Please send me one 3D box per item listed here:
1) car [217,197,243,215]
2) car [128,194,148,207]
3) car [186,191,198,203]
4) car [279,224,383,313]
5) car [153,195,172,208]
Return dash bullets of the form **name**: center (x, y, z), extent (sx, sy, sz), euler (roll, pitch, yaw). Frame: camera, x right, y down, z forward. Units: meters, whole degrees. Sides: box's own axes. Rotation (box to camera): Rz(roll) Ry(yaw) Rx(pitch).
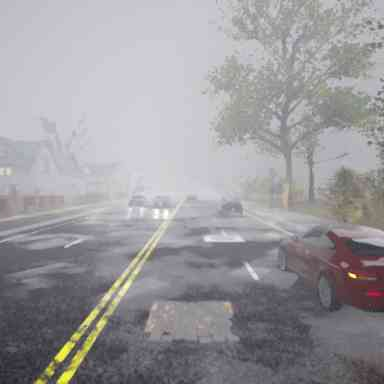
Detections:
- **car**: center (3.296, 1.178, 29.249), extent (2.128, 1.511, 4.902), euler (0, 1, 0)
- **car**: center (-6.644, 1.083, 41.108), extent (1.837, 1.490, 4.892), euler (0, 0, 0)
- **car**: center (-0.071, 0.923, 53.214), extent (2.128, 1.511, 4.902), euler (0, 1, 0)
- **car**: center (3.332, 1.443, 7.384), extent (1.812, 1.442, 4.674), euler (0, 1, 0)
- **car**: center (-3.403, 1.088, 38.732), extent (2.128, 1.511, 4.902), euler (0, 1, 0)
